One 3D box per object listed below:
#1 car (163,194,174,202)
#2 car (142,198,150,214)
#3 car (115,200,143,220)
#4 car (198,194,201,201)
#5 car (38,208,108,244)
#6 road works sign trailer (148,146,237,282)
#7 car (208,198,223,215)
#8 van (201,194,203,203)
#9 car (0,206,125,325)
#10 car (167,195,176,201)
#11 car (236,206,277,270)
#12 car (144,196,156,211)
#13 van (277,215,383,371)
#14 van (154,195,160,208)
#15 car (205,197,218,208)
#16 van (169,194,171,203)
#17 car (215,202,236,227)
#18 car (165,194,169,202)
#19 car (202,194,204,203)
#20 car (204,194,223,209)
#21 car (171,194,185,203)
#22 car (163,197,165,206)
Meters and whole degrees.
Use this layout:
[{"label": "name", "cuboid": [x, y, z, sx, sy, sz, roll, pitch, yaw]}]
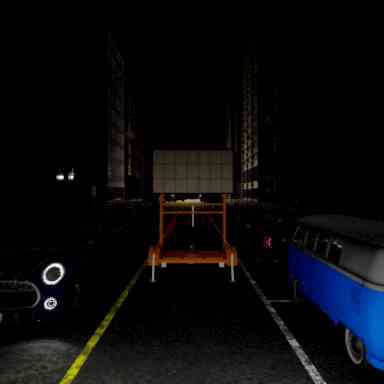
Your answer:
[{"label": "car", "cuboid": [-5.536, 1.375, 78.329, 2.192, 1.841, 5.009, 0, 0, 0]}, {"label": "car", "cuboid": [-5.666, 1.598, 33.453, 1.802, 1.307, 4.206, 0, 0, 0]}, {"label": "car", "cuboid": [-5.682, 1.562, 27.844, 2.008, 1.369, 4.403, 0, 0, 0]}, {"label": "car", "cuboid": [2.973, 1.368, 72.705, 2.192, 1.841, 5.009, 0, 0, 0]}, {"label": "car", "cuboid": [-5.714, 1.571, 16.625, 1.947, 1.339, 4.313, 0, 0, 0]}, {"label": "road works sign trailer", "cuboid": [0.027, 0.467, 9.738, 2.380, 3.560, 2.880, 0, 0, 0]}, {"label": "car", "cuboid": [2.859, 1.598, 33.441, 1.802, 1.307, 4.206, 0, 0, 0]}, {"label": "van", "cuboid": [2.941, 1.383, 61.487, 1.690, 1.788, 3.998, 0, 0, 0]}, {"label": "car", "cuboid": [-3.079, 1.354, 7.393, 2.097, 1.767, 4.553, 0, 0, 0]}, {"label": "car", "cuboid": [-5.504, 1.623, 89.547, 2.008, 1.369, 4.403, 0, 0, 0]}, {"label": "car", "cuboid": [2.795, 1.443, 11.005, 1.967, 1.590, 4.097, 0, 0, 0]}, {"label": "car", "cuboid": [-5.650, 1.546, 38.893, 1.752, 1.417, 4.829, 0, 0, 0]}, {"label": "van", "cuboid": [2.779, 1.342, 5.396, 1.690, 1.788, 3.998, 0, 0, 0]}, {"label": "van", "cuboid": [-5.633, 1.367, 44.672, 1.690, 1.788, 3.998, 0, 0, 0]}, {"label": "car", "cuboid": [2.908, 1.556, 50.439, 1.752, 1.417, 4.829, 0, 0, 0]}, {"label": "van", "cuboid": [-5.552, 1.394, 72.720, 1.690, 1.788, 3.998, 0, 0, 0]}, {"label": "car", "cuboid": [2.827, 1.574, 22.223, 1.947, 1.339, 4.313, 0, 0, 0]}, {"label": "car", "cuboid": [-5.601, 1.351, 55.891, 2.192, 1.841, 5.009, 0, 0, 0]}, {"label": "car", "cuboid": [2.892, 1.341, 44.660, 2.192, 1.841, 5.009, 0, 0, 0]}, {"label": "car", "cuboid": [2.876, 1.336, 39.050, 2.192, 1.841, 5.009, 0, 0, 0]}, {"label": "car", "cuboid": [-2.792, 1.274, 72.186, 2.150, 2.045, 5.566, 0, 0, 0]}, {"label": "car", "cuboid": [-5.617, 1.471, 50.281, 1.967, 1.590, 4.097, 0, 0, 0]}]
